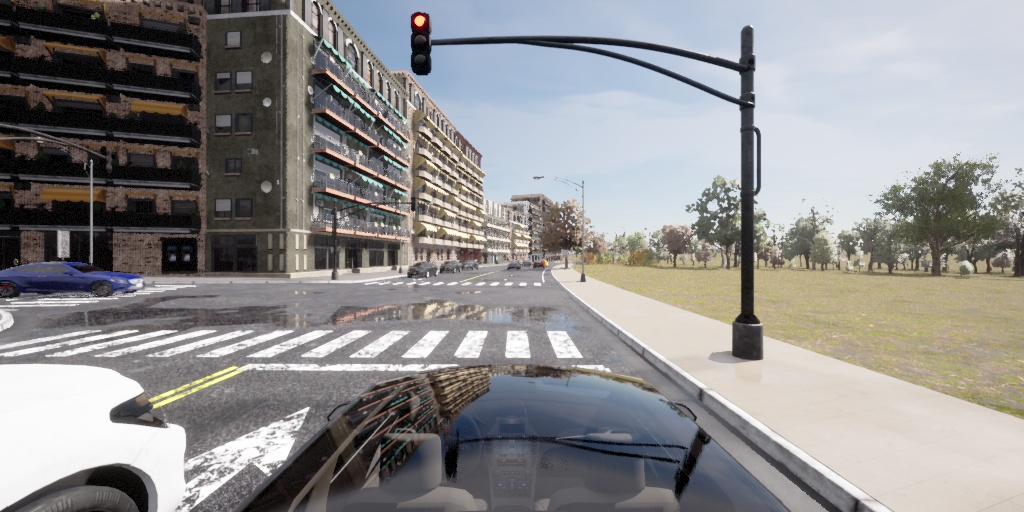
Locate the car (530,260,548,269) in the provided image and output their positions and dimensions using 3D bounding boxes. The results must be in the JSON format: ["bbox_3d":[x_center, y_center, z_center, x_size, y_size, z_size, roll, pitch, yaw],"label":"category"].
[{"bbox_3d":[4.865,1.413,63.842,1.882,1.535,5.008,0,0,9],"label":"car"}]

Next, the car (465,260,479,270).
[{"bbox_3d":[-6.407,1.378,54.929,2.128,1.511,4.902,0,0,7],"label":"car"}]

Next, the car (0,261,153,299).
[{"bbox_3d":[-18.851,0.996,15.263,4.674,1.442,1.812,1,0,-19],"label":"car"}]

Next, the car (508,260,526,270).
[{"bbox_3d":[0.510,1.444,56.479,2.033,1.411,5.357,0,0,7],"label":"car"}]

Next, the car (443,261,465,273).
[{"bbox_3d":[-7.593,1.350,44.608,1.837,1.490,4.892,0,0,6],"label":"car"}]

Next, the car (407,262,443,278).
[{"bbox_3d":[-8.504,1.313,34.511,1.837,1.490,4.892,0,0,5],"label":"car"}]
